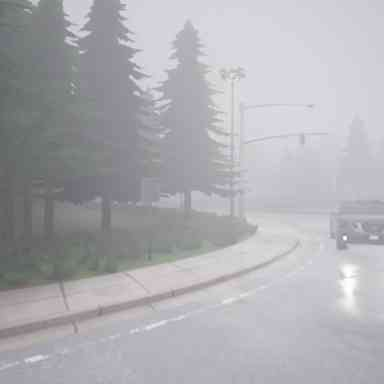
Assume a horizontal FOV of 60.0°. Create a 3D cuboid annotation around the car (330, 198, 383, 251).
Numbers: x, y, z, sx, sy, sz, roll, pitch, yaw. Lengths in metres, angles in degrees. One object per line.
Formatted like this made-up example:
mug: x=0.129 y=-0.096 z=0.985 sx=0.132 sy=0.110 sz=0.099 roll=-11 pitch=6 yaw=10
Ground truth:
car: x=7.387 y=1.311 z=14.571 sx=2.150 sy=2.045 sz=5.566 roll=0 pitch=0 yaw=18
